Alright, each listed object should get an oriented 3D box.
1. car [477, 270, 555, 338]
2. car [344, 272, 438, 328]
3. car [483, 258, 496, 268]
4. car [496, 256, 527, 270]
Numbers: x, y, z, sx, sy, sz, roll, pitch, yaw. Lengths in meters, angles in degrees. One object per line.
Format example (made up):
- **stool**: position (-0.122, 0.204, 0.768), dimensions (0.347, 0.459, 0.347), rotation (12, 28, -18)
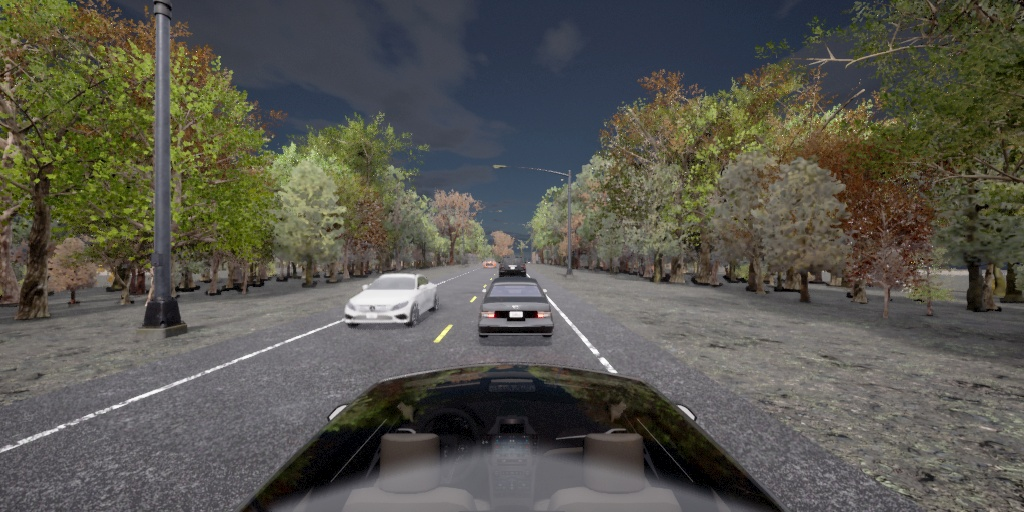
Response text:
- **car**: position (0.082, 1.302, 10.203), dimensions (2.033, 1.411, 5.357), rotation (0, 0, 0)
- **car**: position (-3.620, 1.281, 11.581), dimensions (1.812, 1.442, 4.674), rotation (0, 0, 0)
- **car**: position (-3.669, 1.132, 60.061), dimensions (2.097, 1.767, 4.553), rotation (0, 0, 0)
- **car**: position (0.042, 0.987, 29.292), dimensions (2.150, 2.045, 5.566), rotation (0, 0, 0)
